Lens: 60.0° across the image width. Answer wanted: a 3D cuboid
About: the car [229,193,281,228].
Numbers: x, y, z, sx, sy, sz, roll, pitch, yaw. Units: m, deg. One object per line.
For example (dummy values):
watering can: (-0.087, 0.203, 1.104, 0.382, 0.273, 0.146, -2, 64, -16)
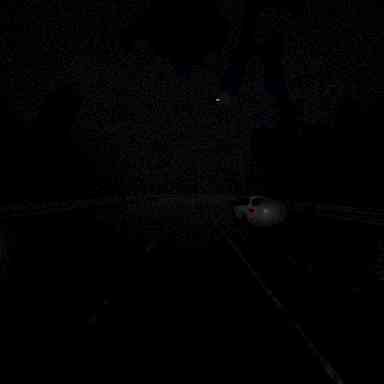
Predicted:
car: (4.246, 1.271, 22.454, 2.150, 2.045, 5.566, 0, 0, -4)
